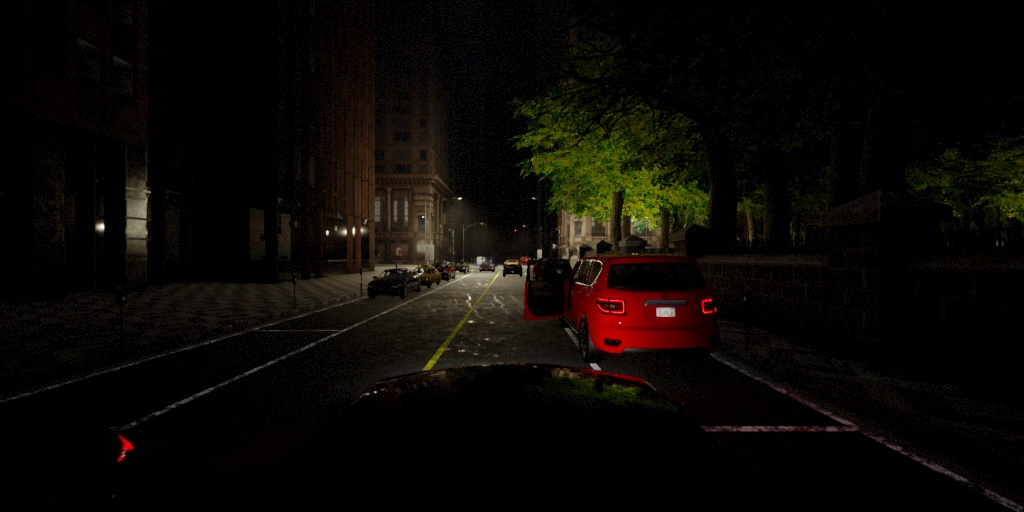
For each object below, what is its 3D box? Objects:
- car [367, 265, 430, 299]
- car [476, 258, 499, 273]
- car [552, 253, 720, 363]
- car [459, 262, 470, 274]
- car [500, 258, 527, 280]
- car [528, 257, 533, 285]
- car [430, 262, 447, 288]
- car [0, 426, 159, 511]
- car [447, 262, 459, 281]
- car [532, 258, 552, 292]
[{"bbox_3d":[-5.764,1.297,18.001,2.007,1.370,4.403,0,0,0],"label":"car"},{"bbox_3d":[-3.002,1.314,44.362,2.033,1.411,5.357,0,0,0],"label":"car"},{"bbox_3d":[2.394,0.971,8.265,2.150,2.045,5.566,0,0,0],"label":"car"},{"bbox_3d":[-5.764,1.285,40.098,1.948,1.339,4.313,0,0,0],"label":"car"},{"bbox_3d":[0.067,1.219,34.945,2.128,1.511,4.902,0,0,0],"label":"car"},{"bbox_3d":[2.761,1.051,29.062,2.192,1.841,5.009,0,0,0],"label":"car"},{"bbox_3d":[-5.764,1.268,23.356,1.751,1.417,4.829,0,0,0],"label":"car"},{"bbox_3d":[-3.100,1.314,0.353,1.994,1.385,4.181,0,0,0],"label":"car"},{"bbox_3d":[-5.764,1.176,29.051,1.967,1.591,4.097,0,0,0],"label":"car"},{"bbox_3d":[2.762,1.057,23.537,2.192,1.841,5.009,0,0,0],"label":"car"}]
